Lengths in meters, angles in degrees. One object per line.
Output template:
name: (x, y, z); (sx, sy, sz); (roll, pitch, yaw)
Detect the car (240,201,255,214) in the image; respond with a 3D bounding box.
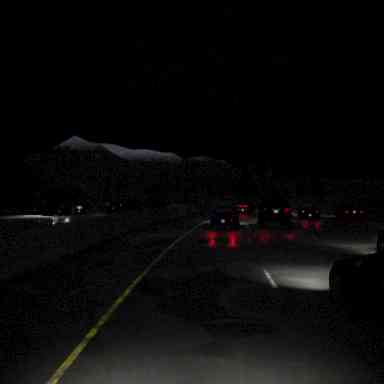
car: (6.622, 1.845, 41.020); (1.837, 1.490, 4.892); (0, -1, 17)

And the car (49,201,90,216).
car: (-13.014, 1.768, 36.384); (1.837, 1.490, 4.892); (0, -1, 14)

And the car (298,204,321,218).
car: (11.656, 1.891, 33.383); (1.895, 1.301, 4.718); (0, 0, 15)

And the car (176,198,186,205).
car: (-1.802, 2.115, 75.575); (1.812, 1.442, 4.674); (0, -1, 28)

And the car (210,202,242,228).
car: (2.368, 1.719, 23.659); (1.812, 1.442, 4.674); (0, 0, 10)

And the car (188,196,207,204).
car: (1.421, 1.813, 74.179); (2.150, 2.045, 5.566); (0, -1, 28)

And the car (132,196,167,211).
car: (-4.779, 1.529, 40.323); (2.150, 2.045, 5.566); (0, 0, 16)

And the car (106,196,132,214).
car: (-8.300, 1.527, 40.674); (2.150, 2.045, 5.566); (0, 0, 16)

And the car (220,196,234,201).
car: (8.413, 1.724, 79.420); (2.097, 1.767, 4.553); (0, -1, 31)

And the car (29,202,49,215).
car: (-16.324, 1.829, 37.522); (1.994, 1.385, 4.181); (0, 0, 14)

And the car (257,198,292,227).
car: (6.145, 1.433, 24.966); (2.150, 2.045, 5.566); (0, 0, 11)

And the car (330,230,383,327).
car: (3.825, 1.577, 5.319); (1.812, 1.442, 4.674); (0, 0, 2)

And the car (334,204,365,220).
car: (14.683, 1.826, 31.230); (2.033, 1.411, 5.357); (0, 0, 14)
